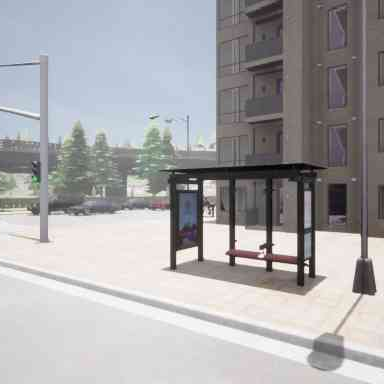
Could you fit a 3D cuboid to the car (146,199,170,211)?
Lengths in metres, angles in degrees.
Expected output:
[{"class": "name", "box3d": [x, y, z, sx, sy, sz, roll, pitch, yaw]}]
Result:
[{"class": "car", "box3d": [-2.868, 1.545, 40.327, 1.895, 1.301, 4.718, 0, 0, 43]}]

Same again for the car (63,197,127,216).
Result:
[{"class": "car", "box3d": [-9.318, 1.492, 32.392, 2.033, 1.411, 5.357, 0, 0, 37]}]

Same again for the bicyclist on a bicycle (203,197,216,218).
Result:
[{"class": "bicyclist on a bicycle", "box3d": [1.295, 1.245, 26.646, 1.656, 1.620, 0.582, 0, 0, 36]}]

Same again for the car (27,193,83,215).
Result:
[{"class": "car", "box3d": [-13.250, 1.166, 32.941, 2.150, 2.045, 5.566, 0, 0, 37]}]

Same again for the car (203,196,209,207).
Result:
[{"class": "car", "box3d": [0.747, 1.297, 47.883, 4.553, 1.767, 2.097, 0, 0, -33]}]

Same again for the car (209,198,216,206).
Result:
[{"class": "car", "box3d": [5.359, 1.449, 46.785, 4.892, 1.490, 1.837, 0, 0, -29]}]

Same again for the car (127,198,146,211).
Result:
[{"class": "car", "box3d": [-6.832, 1.492, 41.129, 2.033, 1.411, 5.357, 0, 0, 40]}]
